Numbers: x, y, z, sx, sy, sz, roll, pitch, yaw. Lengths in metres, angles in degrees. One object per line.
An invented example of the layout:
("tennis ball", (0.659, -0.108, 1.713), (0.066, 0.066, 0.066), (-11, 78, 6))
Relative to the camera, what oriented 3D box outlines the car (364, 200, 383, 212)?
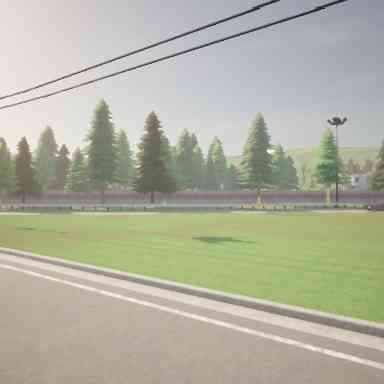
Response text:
("car", (22.249, 1.598, 38.620), (4.181, 1.385, 1.994), (0, 0, -14))
